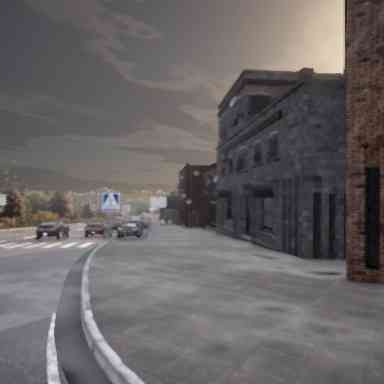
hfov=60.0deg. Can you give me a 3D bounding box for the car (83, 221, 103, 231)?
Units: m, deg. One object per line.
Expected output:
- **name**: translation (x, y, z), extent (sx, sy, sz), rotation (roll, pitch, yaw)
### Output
- **car**: translation (-13.954, 4.723, 46.928), extent (1.895, 1.301, 4.718), rotation (1, -4, -6)

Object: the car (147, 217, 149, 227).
- **car**: translation (-8.004, 4.972, 51.016), extent (2.002, 1.452, 4.674), rotation (1, -4, -6)

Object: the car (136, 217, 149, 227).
- **car**: translation (-9.265, 5.642, 62.073), extent (2.185, 1.767, 4.553), rotation (1, -4, -6)

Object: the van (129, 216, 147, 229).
- **van**: translation (-6.766, 3.888, 40.207), extent (1.878, 1.987, 4.442), rotation (1, -4, -6)

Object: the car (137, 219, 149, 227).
- **car**: translation (-9.893, 6.185, 67.562), extent (2.231, 1.521, 4.892), rotation (1, -4, -6)

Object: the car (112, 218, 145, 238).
- **car**: translation (-5.492, 3.321, 29.183), extent (2.002, 1.452, 4.674), rotation (2, -5, -6)

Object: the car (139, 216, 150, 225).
- **car**: translation (-11.133, 6.754, 78.439), extent (2.435, 2.045, 5.566), rotation (1, -4, -6)

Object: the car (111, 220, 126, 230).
- **car**: translation (-11.299, 5.000, 51.449), extent (1.812, 1.442, 4.674), rotation (1, -4, -6)

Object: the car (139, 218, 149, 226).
- **car**: translation (-10.518, 6.597, 73.037), extent (2.097, 1.535, 5.008), rotation (1, -4, -6)

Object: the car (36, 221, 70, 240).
- **car**: translation (-11.796, 3.232, 28.480), extent (1.837, 1.490, 4.892), rotation (1, -4, -7)

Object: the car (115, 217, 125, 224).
- **car**: translation (-18.468, 7.402, 85.595), extent (2.097, 1.767, 4.553), rotation (1, -4, -6)

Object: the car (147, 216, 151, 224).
- **car**: translation (-8.640, 5.228, 56.598), extent (2.185, 1.767, 4.553), rotation (1, -4, -6)

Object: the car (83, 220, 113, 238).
- **car**: translation (-8.875, 3.462, 31.380), extent (1.837, 1.490, 4.892), rotation (1, -4, -7)

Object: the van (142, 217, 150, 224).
- **van**: translation (-12.407, 7.624, 89.597), extent (1.878, 1.987, 4.442), rotation (1, -4, -6)
